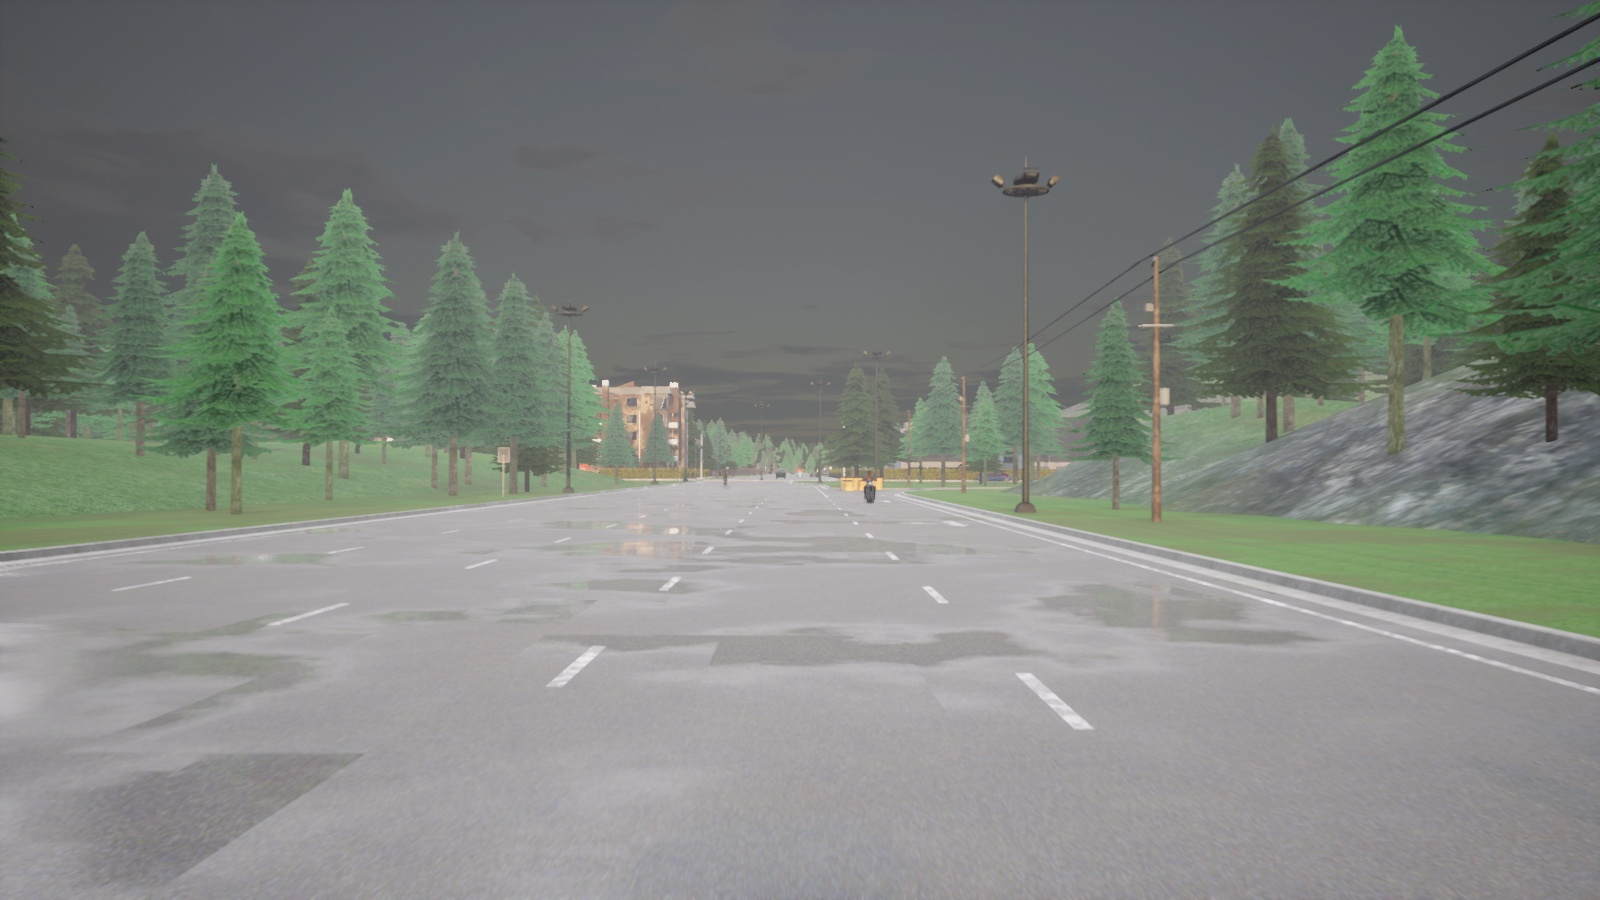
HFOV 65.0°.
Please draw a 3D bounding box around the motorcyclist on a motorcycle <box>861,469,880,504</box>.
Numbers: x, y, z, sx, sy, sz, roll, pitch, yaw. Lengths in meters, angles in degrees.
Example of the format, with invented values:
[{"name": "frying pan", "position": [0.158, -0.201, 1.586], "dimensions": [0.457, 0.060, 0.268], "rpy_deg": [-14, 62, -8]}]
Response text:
[{"name": "motorcyclist on a motorcycle", "position": [3.401, 1.770, 60.767], "dimensions": [0.766, 1.649, 2.350], "rpy_deg": [0, -1, 0]}]
